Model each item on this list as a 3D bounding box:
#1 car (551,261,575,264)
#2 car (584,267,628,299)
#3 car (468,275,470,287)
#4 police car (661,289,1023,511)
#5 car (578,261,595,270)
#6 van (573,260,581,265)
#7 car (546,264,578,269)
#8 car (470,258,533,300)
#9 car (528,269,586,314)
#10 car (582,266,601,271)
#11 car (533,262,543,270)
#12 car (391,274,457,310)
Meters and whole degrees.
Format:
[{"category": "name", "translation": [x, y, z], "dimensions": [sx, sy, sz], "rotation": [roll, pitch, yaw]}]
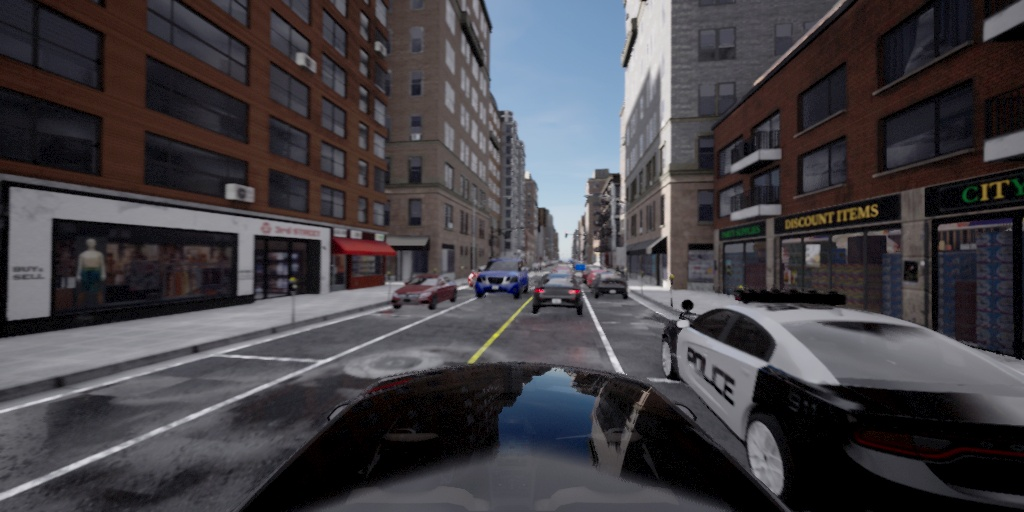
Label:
[{"category": "car", "translation": [5.275, 1.588, 37.172], "dimensions": [1.801, 1.575, 5.366], "rotation": [0, -1, 9]}, {"category": "car", "translation": [5.215, 1.512, 19.541], "dimensions": [2.007, 1.370, 4.403], "rotation": [0, 0, 9]}, {"category": "car", "translation": [-1.875, 1.410, 26.213], "dimensions": [1.967, 1.591, 4.097], "rotation": [0, 0, 9]}, {"category": "police car", "translation": [3.254, 1.226, 4.369], "dimensions": [1.930, 1.638, 5.238], "rotation": [0, -1, 9]}, {"category": "car", "translation": [6.899, 1.519, 30.449], "dimensions": [1.967, 1.591, 4.097], "rotation": [0, 0, 9]}, {"category": "van", "translation": [11.872, 1.766, 62.666], "dimensions": [1.690, 1.789, 3.998], "rotation": [0, 0, 9]}, {"category": "car", "translation": [3.616, 1.535, 25.779], "dimensions": [1.812, 1.442, 4.674], "rotation": [0, -1, 9]}, {"category": "car", "translation": [-0.365, 1.138, 19.320], "dimensions": [2.150, 2.045, 5.566], "rotation": [0, -1, 9]}, {"category": "car", "translation": [1.883, 1.414, 14.534], "dimensions": [1.812, 1.442, 4.674], "rotation": [0, -1, 9]}, {"category": "car", "translation": [6.057, 1.602, 24.995], "dimensions": [1.802, 1.307, 4.207], "rotation": [0, 0, 9]}, {"category": "car", "translation": [3.940, 1.926, 63.882], "dimensions": [2.007, 1.370, 4.403], "rotation": [0, 0, 9]}, {"category": "car", "translation": [-3.559, 1.435, 15.305], "dimensions": [1.802, 1.307, 4.207], "rotation": [0, 0, 9]}]
